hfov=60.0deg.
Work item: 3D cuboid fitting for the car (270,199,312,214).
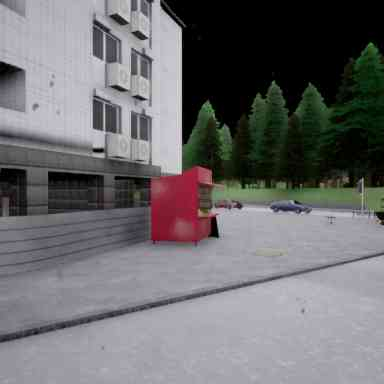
[{"bbox_3d":[10.543,1.526,35.685,1.812,1.442,4.674,0,0,-36],"label":"car"}]

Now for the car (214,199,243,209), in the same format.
[{"bbox_3d":[4.756,1.564,43.783,1.994,1.385,4.181,0,0,-35],"label":"car"}]
